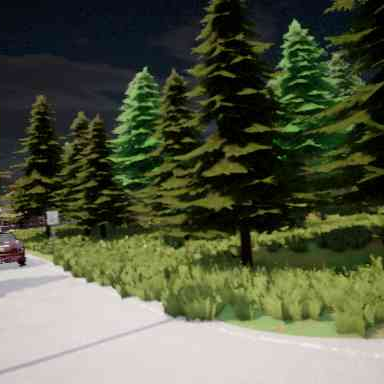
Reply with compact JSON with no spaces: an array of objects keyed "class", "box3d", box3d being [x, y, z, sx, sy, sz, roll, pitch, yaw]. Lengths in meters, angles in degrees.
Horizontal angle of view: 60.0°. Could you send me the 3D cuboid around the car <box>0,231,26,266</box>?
[{"class":"car","box3d":[-9.748,2.757,16.540,2.097,1.767,4.553,-2,-4,-36]}]
